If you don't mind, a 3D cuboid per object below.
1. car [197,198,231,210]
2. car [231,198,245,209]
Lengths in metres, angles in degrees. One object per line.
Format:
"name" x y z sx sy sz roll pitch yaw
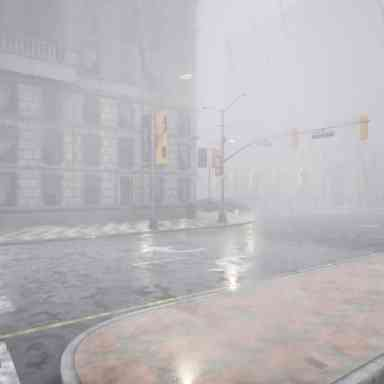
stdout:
"car" 2.205 1.491 42.583 2.128 1.511 4.902 0 0 -36
"car" 5.068 1.526 44.597 1.812 1.442 4.674 0 0 -36
